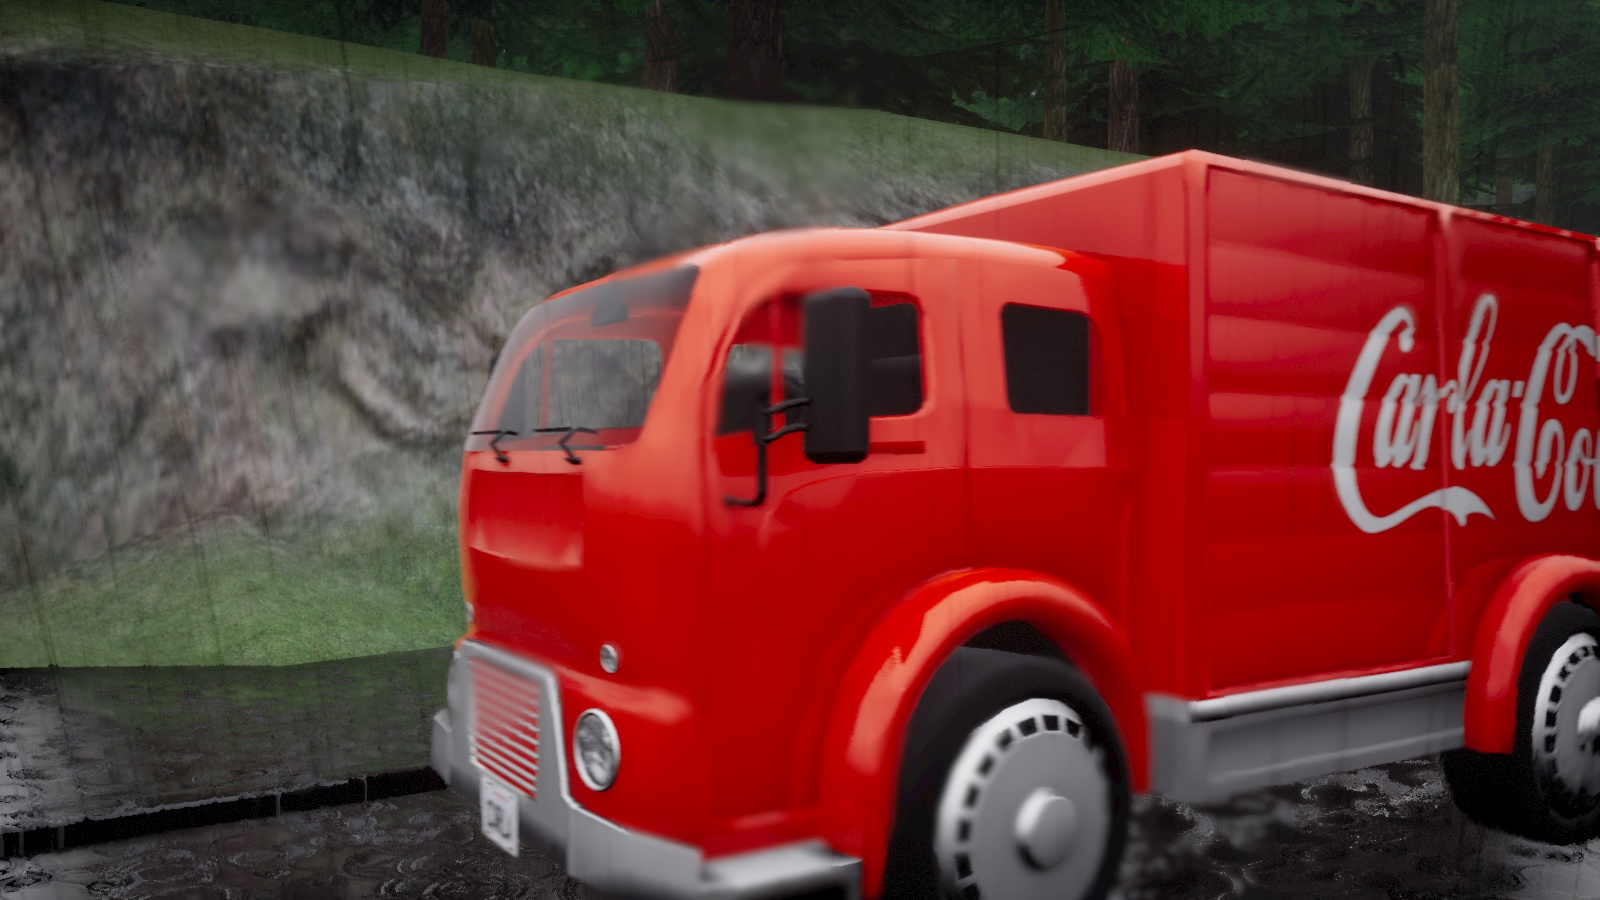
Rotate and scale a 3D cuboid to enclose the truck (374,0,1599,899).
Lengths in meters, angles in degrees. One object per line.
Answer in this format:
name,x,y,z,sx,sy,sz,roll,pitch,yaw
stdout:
truck,1.261,0.268,5.134,5.204,2.467,2.627,0,0,-33
